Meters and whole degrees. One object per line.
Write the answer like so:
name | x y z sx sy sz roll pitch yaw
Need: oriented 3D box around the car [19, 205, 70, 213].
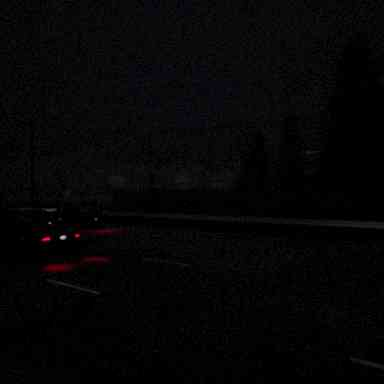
car | -9.314 1.693 19.234 4.181 1.385 1.994 0 0 36

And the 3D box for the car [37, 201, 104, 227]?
car | -8.159 1.614 22.710 5.008 1.535 1.882 0 0 36

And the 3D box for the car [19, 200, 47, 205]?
car | -23.179 1.855 49.610 4.674 1.442 1.812 0 0 -20

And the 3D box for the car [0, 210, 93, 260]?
car | -6.483 1.635 12.915 5.357 1.411 2.033 0 0 36
